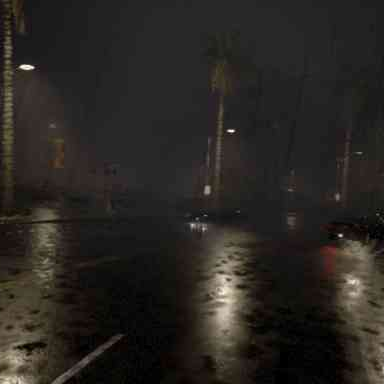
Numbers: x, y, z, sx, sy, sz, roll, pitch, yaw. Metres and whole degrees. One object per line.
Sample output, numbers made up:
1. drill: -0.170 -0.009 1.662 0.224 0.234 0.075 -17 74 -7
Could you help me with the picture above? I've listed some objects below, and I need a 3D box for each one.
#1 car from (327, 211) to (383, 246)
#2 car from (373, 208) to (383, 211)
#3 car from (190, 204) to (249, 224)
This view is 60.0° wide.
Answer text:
1. car: 9.054 1.951 18.054 4.892 1.490 1.837 2 -2 -44
2. car: 21.949 2.590 38.099 4.892 1.490 1.837 3 0 -21
3. car: 2.307 1.658 26.188 5.357 1.411 2.033 3 0 -44
